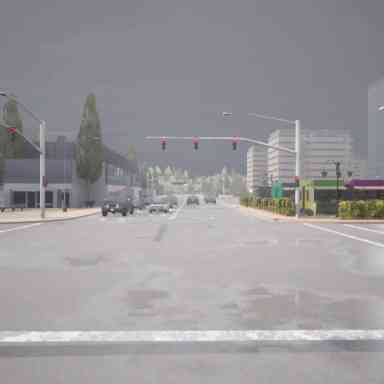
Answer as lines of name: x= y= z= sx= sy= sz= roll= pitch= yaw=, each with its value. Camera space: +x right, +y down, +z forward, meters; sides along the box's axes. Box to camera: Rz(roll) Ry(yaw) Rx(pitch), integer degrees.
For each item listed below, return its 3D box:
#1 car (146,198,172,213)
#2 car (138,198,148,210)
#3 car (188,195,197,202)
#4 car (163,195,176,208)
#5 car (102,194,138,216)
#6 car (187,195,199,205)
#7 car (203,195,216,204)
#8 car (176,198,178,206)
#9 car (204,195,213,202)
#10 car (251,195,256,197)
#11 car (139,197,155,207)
car: x=-3.572 y=1.601 z=36.725 sx=1.895 sy=1.301 sz=4.718 roll=0 pitch=0 yaw=0
car: x=-7.067 y=1.491 z=42.275 sx=2.128 sy=1.511 sz=4.902 roll=0 pitch=0 yaw=0
car: x=0.060 y=1.478 z=73.864 sx=1.882 sy=1.535 sz=5.008 roll=0 pitch=0 yaw=0
car: x=-3.563 y=1.505 z=46.040 sx=1.837 sy=1.490 sz=4.892 roll=0 pitch=0 yaw=0
car: x=-7.088 y=1.221 z=32.387 sx=2.150 sy=2.045 sz=5.566 roll=0 pitch=0 yaw=1
car: x=0.152 y=1.352 z=59.713 sx=2.097 sy=1.767 sz=4.553 roll=0 pitch=0 yaw=-1
car: x=3.549 y=1.491 z=63.596 sx=2.128 sy=1.511 sz=4.902 roll=0 pitch=0 yaw=0
car: x=-3.540 y=1.352 z=55.904 sx=2.097 sy=1.767 sz=4.553 roll=0 pitch=0 yaw=0
car: x=3.557 y=1.397 z=73.872 sx=1.812 sy=1.442 sz=4.674 roll=0 pitch=0 yaw=0
car: x=17.836 y=1.153 z=86.753 sx=4.605 sy=1.855 sz=1.932 roll=0 pitch=0 yaw=-1
car: x=-7.050 y=1.564 z=52.232 sx=1.994 sy=1.385 sz=4.181 roll=0 pitch=0 yaw=0
